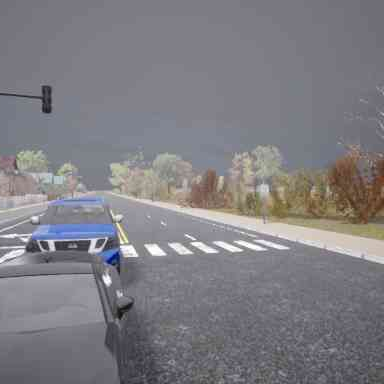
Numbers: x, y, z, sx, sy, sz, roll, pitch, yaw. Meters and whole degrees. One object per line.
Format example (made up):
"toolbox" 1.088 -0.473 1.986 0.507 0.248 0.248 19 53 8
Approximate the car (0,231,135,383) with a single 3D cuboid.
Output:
"car" -1.708 1.524 3.883 1.812 1.442 4.674 0 0 -13

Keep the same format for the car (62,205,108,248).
"car" -5.035 1.498 16.036 1.837 1.490 4.892 0 0 -15

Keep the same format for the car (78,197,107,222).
"car" -8.192 1.337 27.507 2.097 1.767 4.553 0 0 -15

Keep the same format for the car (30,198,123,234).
"car" -3.362 1.218 9.968 2.150 2.045 5.566 0 0 -15

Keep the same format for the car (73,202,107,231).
"car" -6.617 1.467 21.778 1.882 1.535 5.008 0 0 -16
